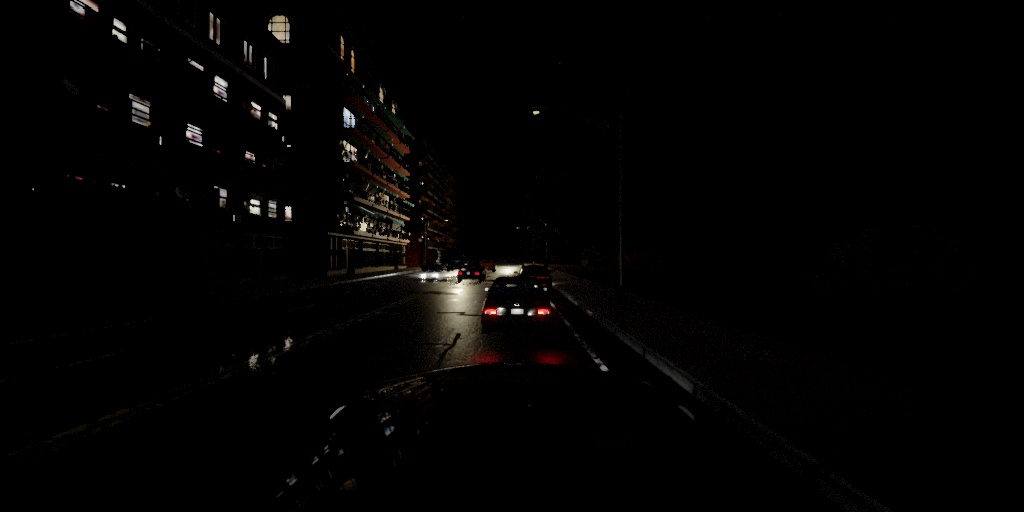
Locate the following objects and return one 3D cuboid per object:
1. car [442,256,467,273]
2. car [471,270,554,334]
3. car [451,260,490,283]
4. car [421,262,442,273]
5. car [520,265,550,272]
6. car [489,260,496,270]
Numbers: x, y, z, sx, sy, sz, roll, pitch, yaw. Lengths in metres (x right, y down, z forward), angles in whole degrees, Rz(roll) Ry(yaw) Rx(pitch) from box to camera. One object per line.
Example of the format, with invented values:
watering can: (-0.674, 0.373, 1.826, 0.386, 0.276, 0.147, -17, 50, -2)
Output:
car: (-6.508, 0.973, 43.074, 2.150, 2.045, 5.566, 0, 0, 0)
car: (0.120, 1.299, 10.584, 2.033, 1.411, 5.357, 0, 0, 0)
car: (-3.097, 1.299, 28.174, 2.033, 1.411, 5.357, 0, 0, 0)
car: (-9.757, 1.352, 44.238, 1.895, 1.301, 4.718, 0, 0, 0)
car: (1.177, 1.257, 20.272, 1.837, 1.490, 4.892, 0, 0, 0)
car: (-3.055, 1.229, 44.705, 1.882, 1.535, 5.008, 0, 0, 0)
